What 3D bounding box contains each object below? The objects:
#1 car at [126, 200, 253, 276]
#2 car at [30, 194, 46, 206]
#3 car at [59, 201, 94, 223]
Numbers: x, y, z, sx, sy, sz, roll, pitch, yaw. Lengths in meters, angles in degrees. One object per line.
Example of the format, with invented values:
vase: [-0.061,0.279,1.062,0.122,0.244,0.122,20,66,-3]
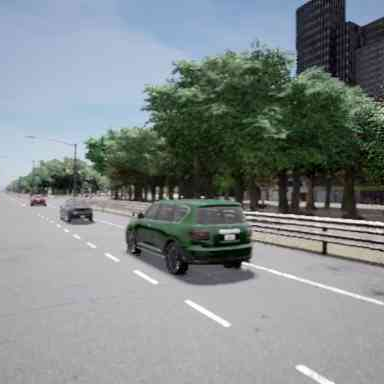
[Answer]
car: [-0.369,1.255,10.896,2.150,2.045,5.566,1,0,-30]
car: [-24.071,1.252,51.909,2.097,1.767,4.553,1,0,-28]
car: [-8.956,1.490,25.686,1.837,1.490,4.892,1,0,-30]
